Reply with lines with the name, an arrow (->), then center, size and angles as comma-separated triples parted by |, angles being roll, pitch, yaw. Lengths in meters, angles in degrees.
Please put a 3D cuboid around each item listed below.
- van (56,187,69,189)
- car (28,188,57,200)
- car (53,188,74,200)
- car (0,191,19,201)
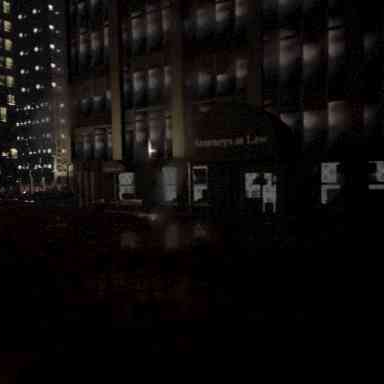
van -> -24.007, 0.017, 61.452 | 1.690, 1.788, 3.998 | 0, 2, 27
car -> -24.650, 0.539, 54.445 | 1.994, 1.385, 4.181 | 0, 3, 28
car -> -19.168, 0.521, 52.587 | 1.947, 1.339, 4.313 | 0, 2, 27
car -> -29.204, 0.619, 51.455 | 1.967, 1.590, 4.097 | 0, 2, 27
